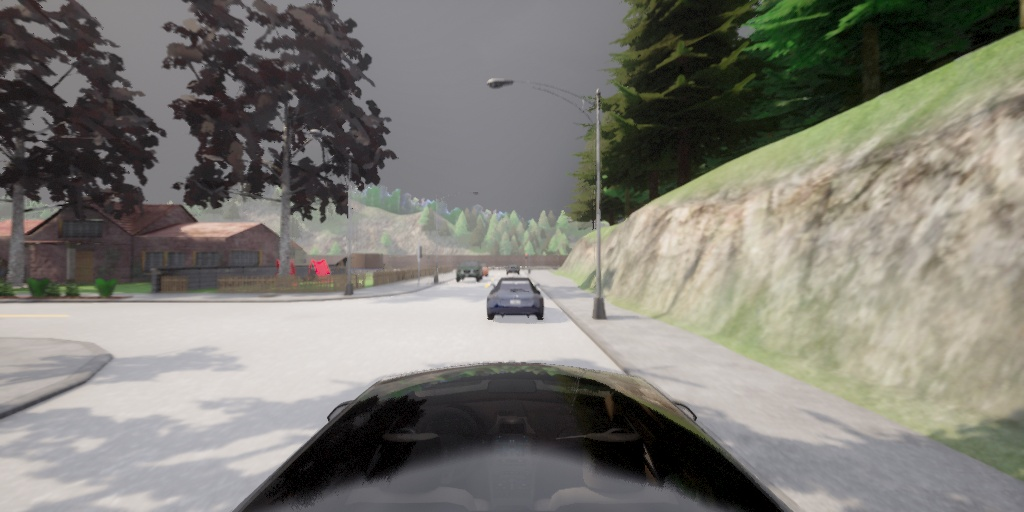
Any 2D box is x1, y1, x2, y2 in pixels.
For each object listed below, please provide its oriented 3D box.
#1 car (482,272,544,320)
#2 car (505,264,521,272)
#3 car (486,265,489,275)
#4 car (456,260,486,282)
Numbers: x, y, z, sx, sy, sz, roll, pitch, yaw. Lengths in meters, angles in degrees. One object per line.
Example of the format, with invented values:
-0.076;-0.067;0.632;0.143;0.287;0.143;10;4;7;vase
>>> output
0.114;1.470;13.489;1.994;1.385;4.181;0;-1;0;car
0.153;1.876;48.505;1.837;1.490;4.892;0;-1;0;car
-4.030;1.677;44.862;2.097;1.767;4.553;0;-1;0;car
-4.060;1.417;35.036;2.150;2.045;5.566;0;-1;0;car
